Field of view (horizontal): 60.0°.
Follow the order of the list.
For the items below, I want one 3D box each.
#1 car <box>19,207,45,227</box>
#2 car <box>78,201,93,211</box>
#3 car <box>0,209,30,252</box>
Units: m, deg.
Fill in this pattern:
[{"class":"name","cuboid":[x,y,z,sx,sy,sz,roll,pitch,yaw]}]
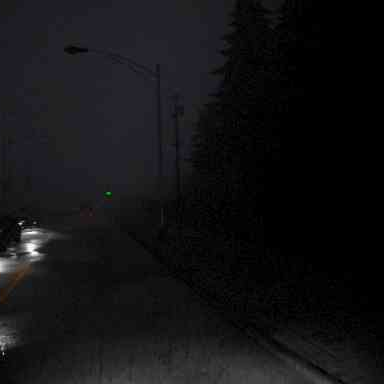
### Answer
[{"class":"car","cuboid":[-11.854,1.796,23.999,1.994,1.385,4.181,-2,0,-18]},{"class":"car","cuboid":[-14.565,1.838,45.600,1.895,1.301,4.718,-2,0,-18]},{"class":"car","cuboid":[-8.781,1.729,14.625,2.033,1.411,5.357,-2,0,-18]}]
